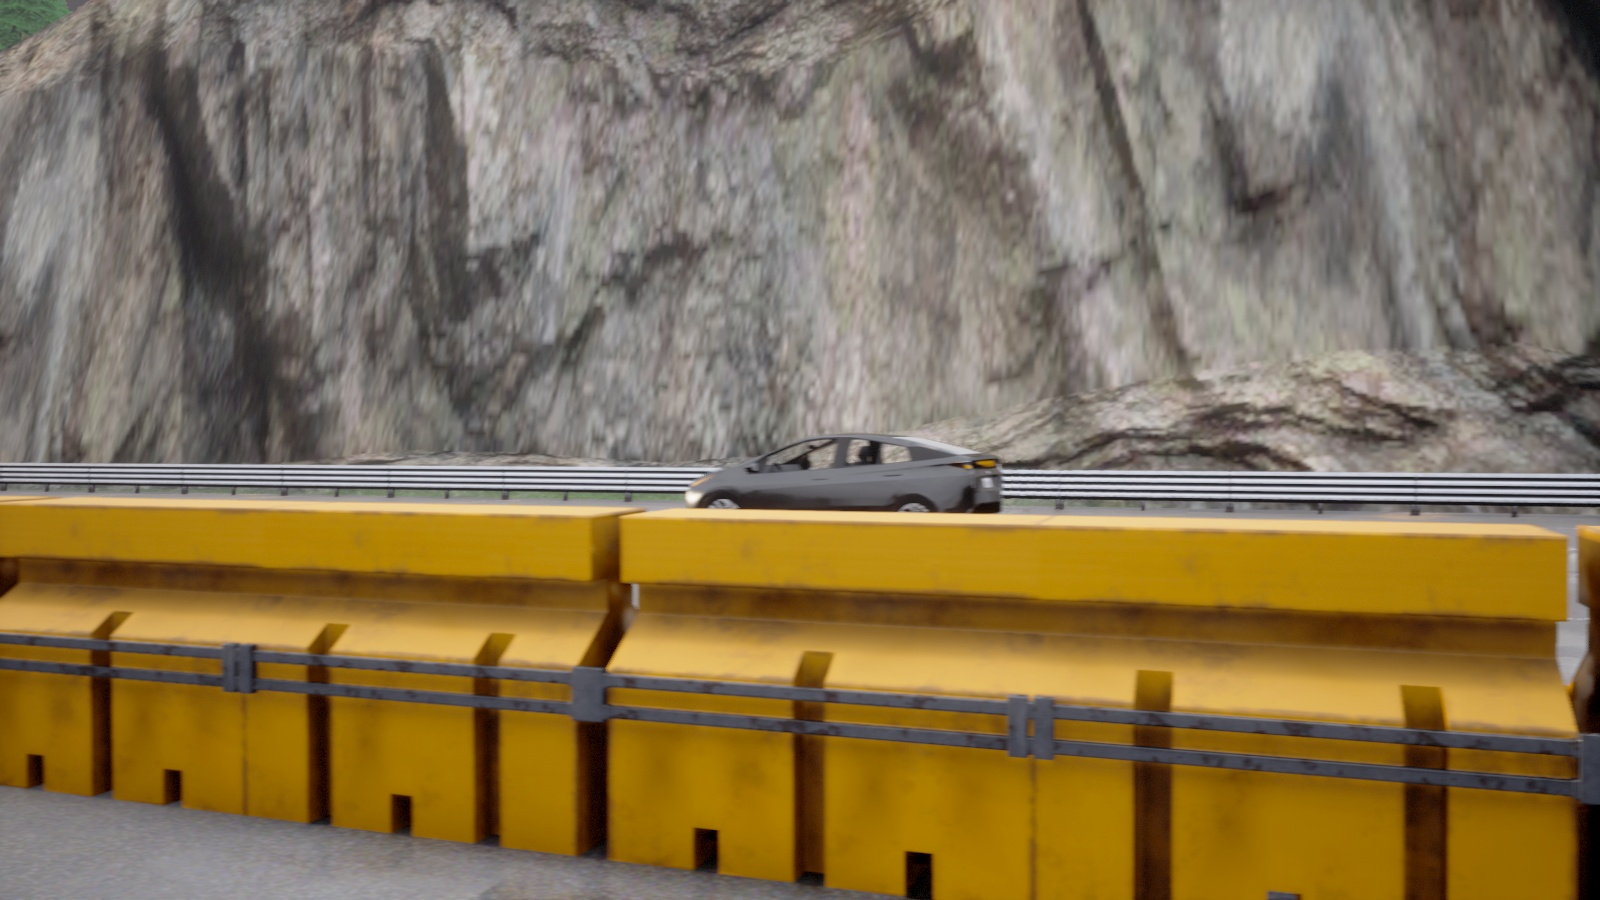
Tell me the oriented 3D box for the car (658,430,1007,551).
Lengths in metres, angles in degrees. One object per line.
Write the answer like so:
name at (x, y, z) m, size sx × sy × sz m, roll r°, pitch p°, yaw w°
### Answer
car at (0.460, 0.490, 17.829) m, size 4.514 × 1.525 × 2.007 m, roll 1°, pitch 1°, yaw 25°
